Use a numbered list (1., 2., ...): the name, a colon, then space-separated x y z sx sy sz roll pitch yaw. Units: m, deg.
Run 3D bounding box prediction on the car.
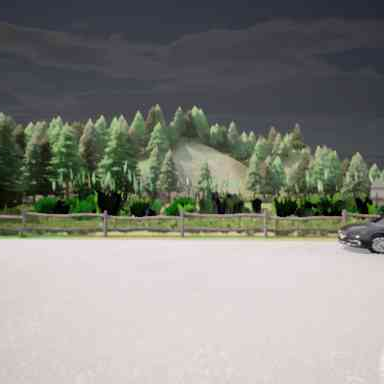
1. car: 8.080 1.454 12.418 4.892 1.490 1.837 0 0 3
